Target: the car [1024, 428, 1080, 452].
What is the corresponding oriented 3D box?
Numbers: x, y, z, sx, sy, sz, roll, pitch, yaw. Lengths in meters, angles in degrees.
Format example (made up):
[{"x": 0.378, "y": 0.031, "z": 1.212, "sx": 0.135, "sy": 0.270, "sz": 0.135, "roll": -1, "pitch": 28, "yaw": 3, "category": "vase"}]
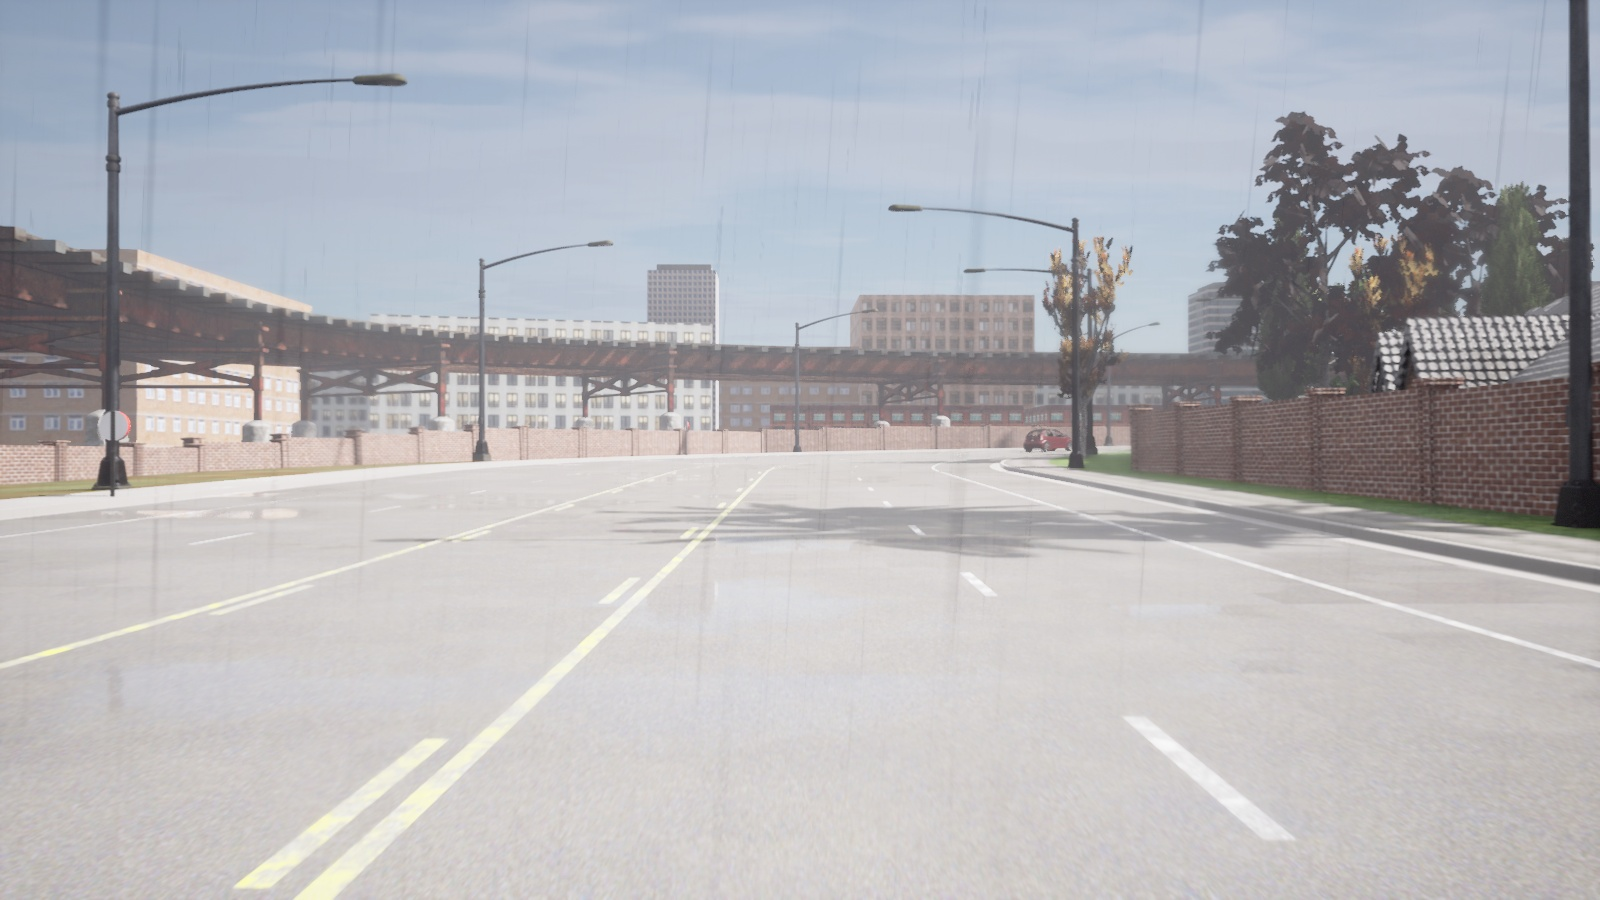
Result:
[{"x": 17.798, "y": -0.693, "z": 88.642, "sx": 3.988, "sy": 1.617, "sz": 1.851, "roll": -1, "pitch": 1, "yaw": -41, "category": "car"}]
